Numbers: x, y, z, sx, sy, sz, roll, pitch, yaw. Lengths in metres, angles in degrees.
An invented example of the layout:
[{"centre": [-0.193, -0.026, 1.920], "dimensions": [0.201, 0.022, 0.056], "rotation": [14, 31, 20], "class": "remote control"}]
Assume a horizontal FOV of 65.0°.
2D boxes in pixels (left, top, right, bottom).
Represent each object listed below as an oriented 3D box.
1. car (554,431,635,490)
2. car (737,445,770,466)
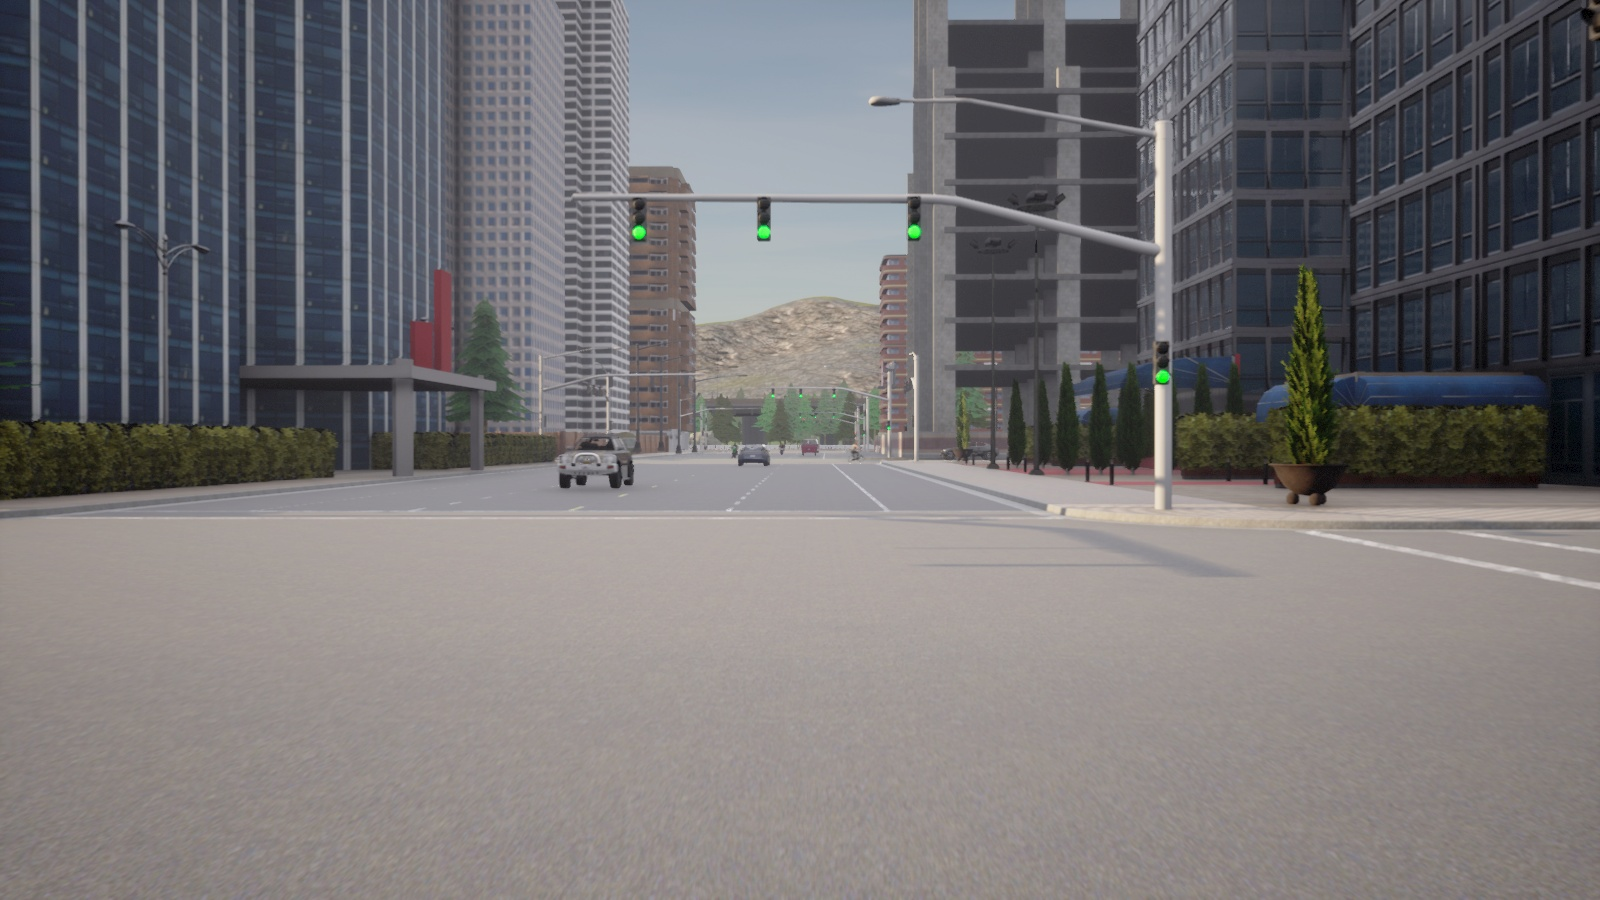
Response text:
[{"centre": [-6.744, 0.323, 41.707], "dimensions": [1.932, 1.855, 4.605], "rotation": [0, 0, 0], "class": "car"}, {"centre": [-3.010, 0.344, 82.378], "dimensions": [1.994, 1.385, 4.181], "rotation": [0, 0, 0], "class": "car"}]
